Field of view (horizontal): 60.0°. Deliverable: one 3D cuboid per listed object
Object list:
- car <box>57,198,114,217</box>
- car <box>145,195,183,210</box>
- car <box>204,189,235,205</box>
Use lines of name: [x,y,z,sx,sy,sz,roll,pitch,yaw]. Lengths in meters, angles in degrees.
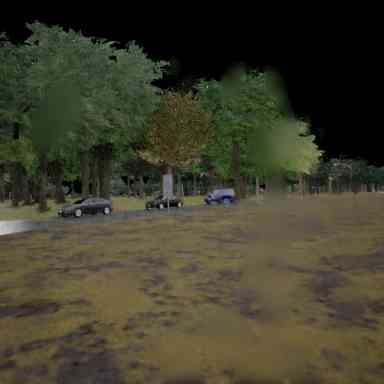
car: [-8.795,1.252,27.756,1.837,1.490,4.892,-3,-1,35]
car: [-2.953,1.065,36.017,1.882,1.535,5.008,-3,-1,35]
car: [3.883,0.632,45.676,2.150,2.045,5.566,-3,-1,36]
